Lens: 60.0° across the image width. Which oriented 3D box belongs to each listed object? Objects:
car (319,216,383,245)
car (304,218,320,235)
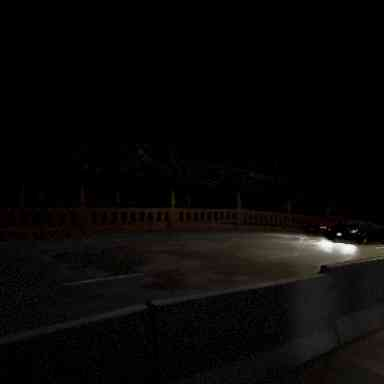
[{"bbox_3d":[9.770,2.299,19.565,4.181,1.385,1.994,5,-3,-35],"label":"car"},{"bbox_3d":[10.242,2.464,24.202,5.008,1.535,1.882,6,-3,-35],"label":"car"}]
